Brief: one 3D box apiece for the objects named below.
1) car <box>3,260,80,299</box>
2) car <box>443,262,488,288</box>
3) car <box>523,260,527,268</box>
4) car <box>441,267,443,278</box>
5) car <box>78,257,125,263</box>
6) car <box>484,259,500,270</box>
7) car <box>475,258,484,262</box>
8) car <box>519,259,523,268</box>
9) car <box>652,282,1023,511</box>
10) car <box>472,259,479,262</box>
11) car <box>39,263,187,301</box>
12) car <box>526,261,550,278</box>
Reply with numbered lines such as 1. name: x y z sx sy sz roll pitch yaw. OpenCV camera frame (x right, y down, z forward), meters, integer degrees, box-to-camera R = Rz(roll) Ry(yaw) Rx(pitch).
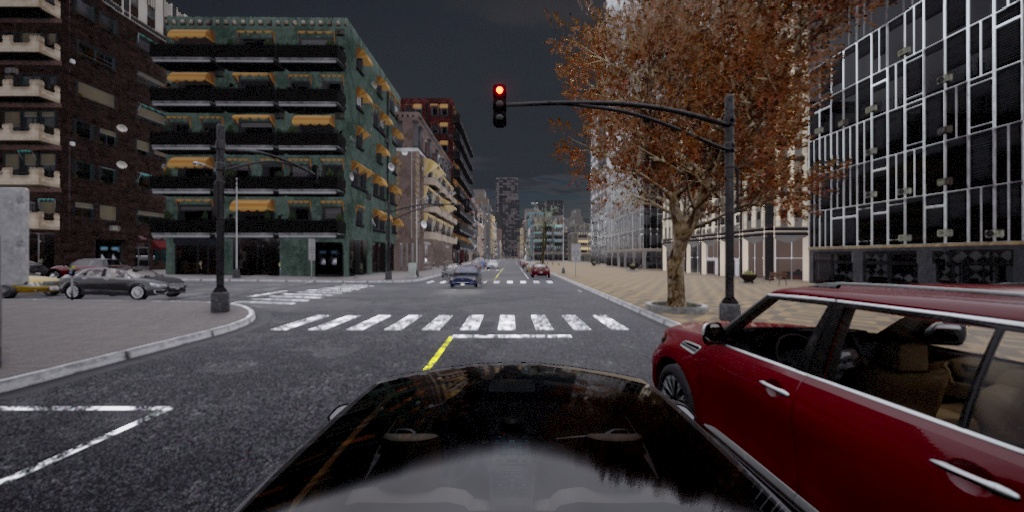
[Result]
1. car: -21.840 1.011 15.182 4.829 1.417 1.751 0 0 -1
2. car: -3.017 1.342 24.515 2.033 1.411 5.357 0 0 0
3. car: 2.662 1.371 45.904 1.751 1.417 4.829 0 0 0
4. car: -5.711 1.367 34.663 2.007 1.370 4.403 0 0 0
5. car: -27.635 0.872 23.501 4.097 1.591 1.967 0 0 -1
6. car: -3.035 1.393 56.763 1.812 1.442 4.674 0 0 0
7. car: -5.725 1.317 56.794 1.967 1.591 4.097 0 0 0
8. car: 2.651 1.475 62.331 1.802 1.307 4.207 0 0 0
9. car: 2.692 1.066 2.281 2.192 1.841 5.009 0 0 0
10. car: -5.718 1.396 45.729 2.007 1.370 4.403 0 0 0
11. car: -16.443 1.114 15.240 4.403 1.370 2.007 0 0 -1
12. car: 2.670 1.361 34.668 1.888 1.381 4.507 0 0 0
